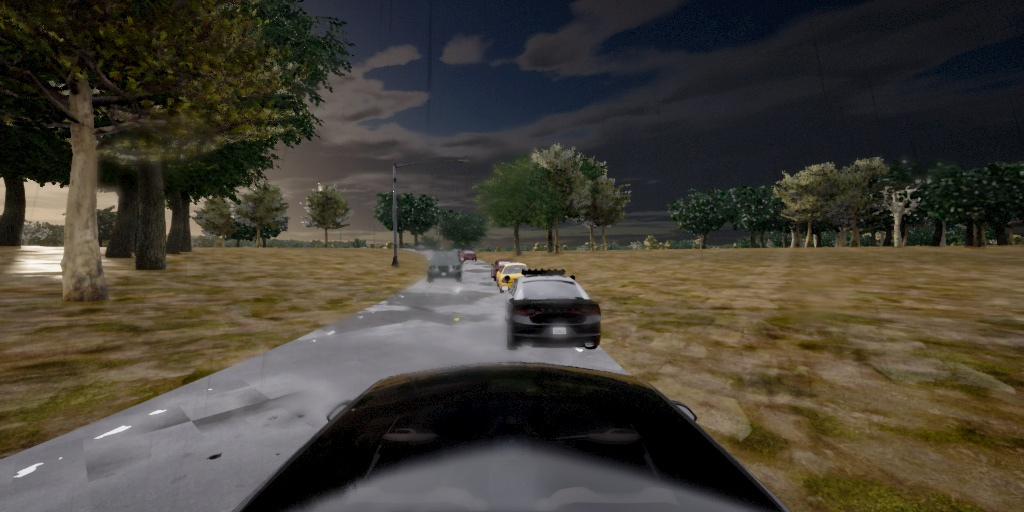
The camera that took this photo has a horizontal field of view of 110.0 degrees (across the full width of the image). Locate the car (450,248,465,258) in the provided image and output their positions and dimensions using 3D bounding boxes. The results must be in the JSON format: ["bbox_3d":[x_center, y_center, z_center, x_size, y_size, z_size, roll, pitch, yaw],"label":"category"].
[{"bbox_3d":[-9.661,-0.568,63.369,1.837,1.490,4.892,0,3,-19],"label":"car"}]

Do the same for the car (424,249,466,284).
[{"bbox_3d":[-4.476,0.684,24.594,2.150,2.045,5.566,0,1,-7],"label":"car"}]

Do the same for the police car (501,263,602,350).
[{"bbox_3d":[0.777,1.143,9.146,1.930,1.638,5.238,0,0,-2],"label":"police car"}]

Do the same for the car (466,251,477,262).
[{"bbox_3d":[-6.215,-0.035,51.198,1.882,1.535,5.008,0,2,-14],"label":"car"}]

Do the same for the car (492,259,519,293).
[{"bbox_3d":[0.120,1.017,19.309,1.801,1.575,5.366,-2,2,-5],"label":"car"}]

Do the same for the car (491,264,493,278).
[{"bbox_3d":[-0.464,0.930,25.167,1.812,1.442,4.674,-1,1,-7],"label":"car"}]
